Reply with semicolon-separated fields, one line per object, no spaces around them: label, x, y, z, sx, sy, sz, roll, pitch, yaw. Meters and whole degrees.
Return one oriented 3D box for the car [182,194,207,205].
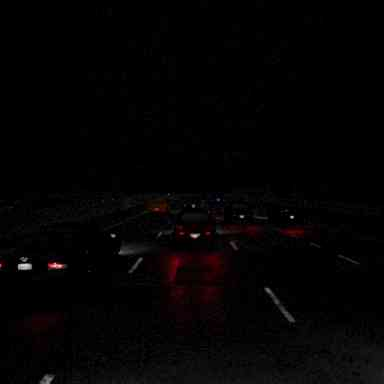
car;0.133;1.368;32.886;2.097;1.767;4.553;0;0;0

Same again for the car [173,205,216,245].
car;0.116;1.554;15.519;1.812;1.442;4.674;0;0;0

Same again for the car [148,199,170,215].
car;-3.366;1.491;34.157;1.882;1.535;5.008;0;0;0

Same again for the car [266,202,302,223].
car;7.126;1.532;26.079;1.837;1.490;4.892;0;0;0

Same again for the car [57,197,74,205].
car;-21.013;1.480;54.548;2.033;1.411;5.357;0;0;1

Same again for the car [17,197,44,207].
car;-24.518;1.477;50.702;1.812;1.442;4.674;0;0;0

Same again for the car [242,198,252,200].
car;7.143;1.512;43.538;1.812;1.442;4.674;0;0;0

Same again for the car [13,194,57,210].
car;-17.557;1.227;37.026;2.150;2.045;5.566;0;0;0

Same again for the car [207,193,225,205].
car;3.548;1.192;47.587;2.150;2.045;5.566;0;0;0

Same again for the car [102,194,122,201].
car;-14.009;1.271;57.131;2.097;1.767;4.553;0;0;0

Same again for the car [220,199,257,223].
car;3.526;1.553;25.816;1.812;1.442;4.674;0;0;0

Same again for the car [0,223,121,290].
car;-3.391;1.571;9.273;2.033;1.411;5.357;0;0;0
